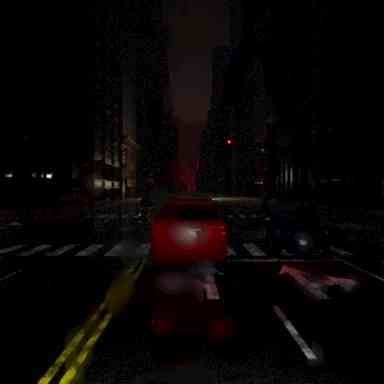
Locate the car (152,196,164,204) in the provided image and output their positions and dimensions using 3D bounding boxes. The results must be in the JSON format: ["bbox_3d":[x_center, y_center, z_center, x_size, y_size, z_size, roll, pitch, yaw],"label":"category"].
[{"bbox_3d":[-6.530,1.500,64.541,1.895,1.301,4.718,0,0,0],"label":"car"}]

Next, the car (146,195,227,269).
[{"bbox_3d":[-0.205,1.209,11.300,2.150,2.045,5.566,0,0,-3],"label":"car"}]

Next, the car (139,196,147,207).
[{"bbox_3d":[-6.592,1.437,48.993,1.837,1.490,4.892,0,0,0],"label":"car"}]

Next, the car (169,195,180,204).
[{"bbox_3d":[-3.284,1.377,64.563,1.882,1.535,5.008,0,0,0],"label":"car"}]

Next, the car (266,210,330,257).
[{"bbox_3d":[4.006,1.458,13.122,1.882,1.535,5.008,0,0,10],"label":"car"}]

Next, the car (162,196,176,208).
[{"bbox_3d":[-3.342,1.437,48.994,1.837,1.490,4.892,0,0,0],"label":"car"}]
